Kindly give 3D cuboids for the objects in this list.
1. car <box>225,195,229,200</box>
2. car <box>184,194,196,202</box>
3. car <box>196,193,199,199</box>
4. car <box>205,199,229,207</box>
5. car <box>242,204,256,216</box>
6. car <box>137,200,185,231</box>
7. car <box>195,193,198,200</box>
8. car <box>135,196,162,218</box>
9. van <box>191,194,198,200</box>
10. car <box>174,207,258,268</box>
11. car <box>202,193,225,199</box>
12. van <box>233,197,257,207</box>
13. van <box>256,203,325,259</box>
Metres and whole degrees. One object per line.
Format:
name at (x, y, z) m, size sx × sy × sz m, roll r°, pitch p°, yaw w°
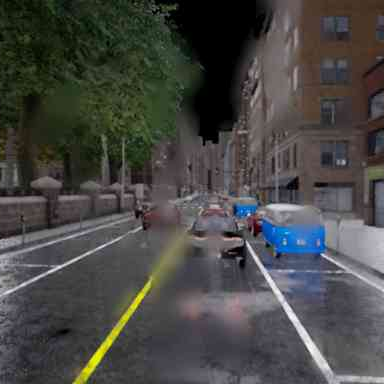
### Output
car at (8.864, 1.522, 89.327) m, size 1.967 × 1.590 × 4.097 m, roll 0°, pitch 0°, yaw 4°
car at (-0.766, 1.540, 73.387) m, size 1.752 × 1.417 × 4.829 m, roll 0°, pitch 0°, yaw 4°
car at (-0.014, 1.567, 84.433) m, size 1.887 × 1.381 × 4.507 m, roll 0°, pitch 0°, yaw 4°
car at (1.777, 1.558, 25.757) m, size 1.812 × 1.442 × 4.674 m, roll 0°, pitch 0°, yaw 4°
car at (4.014, 1.587, 18.134) m, size 1.887 × 1.381 × 4.507 m, roll 0°, pitch 0°, yaw 4°
car at (-1.768, 1.485, 20.828) m, size 1.882 × 1.535 × 5.008 m, roll 0°, pitch 0°, yaw 4°
car at (-0.385, 1.569, 78.994) m, size 2.008 × 1.369 × 4.403 m, roll 0°, pitch 0°, yaw 4°
car at (-3.723, 1.314, 29.969) m, size 2.192 × 1.841 × 5.009 m, roll 0°, pitch 0°, yaw 4°
van at (0.727, 1.375, 95.309) m, size 1.690 × 1.788 × 3.998 m, roll 0°, pitch 0°, yaw 4°
car at (0.798, 1.509, 11.453) m, size 2.128 × 1.511 × 4.902 m, roll 0°, pitch 0°, yaw 4°
car at (2.790, 1.395, 41.477) m, size 2.097 × 1.767 × 4.553 m, roll 0°, pitch 0°, yaw 6°
van at (4.785, 1.394, 29.429) m, size 1.690 × 1.788 × 3.998 m, roll 0°, pitch 0°, yaw 4°
van at (3.630, 1.377, 12.487) m, size 1.690 × 1.788 × 3.998 m, roll 0°, pitch 0°, yaw 4°
